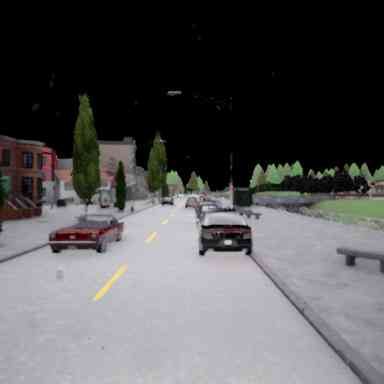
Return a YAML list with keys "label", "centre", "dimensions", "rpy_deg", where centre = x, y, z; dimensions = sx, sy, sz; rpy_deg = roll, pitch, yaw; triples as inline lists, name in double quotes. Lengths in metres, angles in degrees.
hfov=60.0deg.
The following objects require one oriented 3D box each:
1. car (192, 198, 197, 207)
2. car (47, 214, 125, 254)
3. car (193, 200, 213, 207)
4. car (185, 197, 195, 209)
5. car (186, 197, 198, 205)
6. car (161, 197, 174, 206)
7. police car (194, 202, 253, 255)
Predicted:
- label: "car"
  centre: [1.198, 1.533, 29.342]
  dimensions: [1.837, 1.490, 4.892]
  rpy_deg: [0, 0, 0]
- label: "car"
  centre: [-4.101, 1.614, 13.640]
  dimensions: [1.895, 1.301, 4.718]
  rpy_deg: [0, 0, 0]
- label: "car"
  centre: [1.199, 1.548, 23.342]
  dimensions: [1.812, 1.442, 4.674]
  rpy_deg: [0, 0, 0]
- label: "car"
  centre: [0.007, 1.608, 47.444]
  dimensions: [1.994, 1.385, 4.181]
  rpy_deg: [0, 0, 0]
- label: "car"
  centre: [-0.002, 1.605, 61.552]
  dimensions: [2.033, 1.411, 5.357]
  rpy_deg: [0, 0, 0]
- label: "car"
  centre: [-4.060, 1.530, 56.051]
  dimensions: [1.882, 1.535, 5.008]
  rpy_deg: [0, 0, 0]
- label: "police car"
  centre: [1.182, 1.438, 13.455]
  dimensions: [1.930, 1.638, 5.238]
  rpy_deg: [0, 0, 0]
